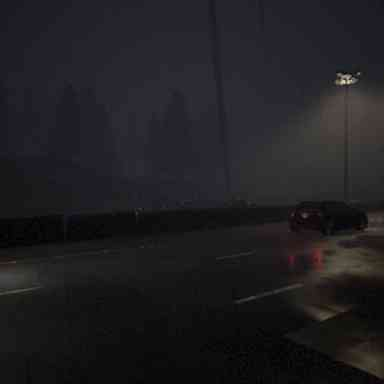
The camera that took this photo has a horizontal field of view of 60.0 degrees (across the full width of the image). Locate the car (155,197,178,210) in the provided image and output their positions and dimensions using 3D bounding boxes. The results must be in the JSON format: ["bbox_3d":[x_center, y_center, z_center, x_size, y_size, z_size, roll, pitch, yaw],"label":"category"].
[{"bbox_3d":[-0.761,1.284,33.538,4.902,1.511,2.128,-1,1,-35],"label":"car"}]

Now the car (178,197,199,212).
[{"bbox_3d":[1.238,1.357,30.665,4.181,1.385,1.994,-1,1,-35],"label":"car"}]

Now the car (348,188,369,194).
[{"bbox_3d":[29.770,0.001,59.482,4.553,1.767,2.097,-2,1,-35],"label":"car"}]

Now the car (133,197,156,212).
[{"bbox_3d":[-3.911,1.318,35.589,4.892,1.490,1.837,-1,1,-35],"label":"car"}]

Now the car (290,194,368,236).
[{"bbox_3d":[7.247,1.184,17.509,4.553,1.767,2.097,-1,1,-35],"label":"car"}]

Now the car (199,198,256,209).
[{"bbox_3d":[3.311,1.297,27.844,4.892,1.490,1.837,-1,1,-35],"label":"car"}]
